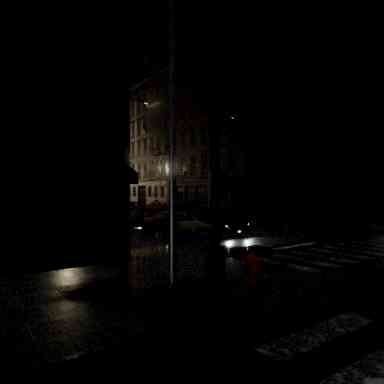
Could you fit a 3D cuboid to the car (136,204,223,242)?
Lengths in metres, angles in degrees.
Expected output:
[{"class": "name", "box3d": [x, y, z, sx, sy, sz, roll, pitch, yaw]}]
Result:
[{"class": "car", "box3d": [-0.794, 1.555, 16.679, 1.752, 1.417, 4.829, 0, 0, -35]}]

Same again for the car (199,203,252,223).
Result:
[{"class": "car", "box3d": [2.510, 1.578, 25.875, 1.802, 1.307, 4.206, 0, 0, -35]}]

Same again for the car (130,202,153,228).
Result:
[{"class": "car", "box3d": [-4.032, 1.585, 21.227, 2.008, 1.369, 4.403, 0, 0, -35]}]

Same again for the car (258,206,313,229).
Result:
[{"class": "car", "box3d": [5.650, 1.558, 21.466, 1.947, 1.339, 4.313, 0, 0, -35]}]

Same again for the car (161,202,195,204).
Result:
[{"class": "car", "box3d": [-0.629, 1.566, 30.284, 1.947, 1.339, 4.313, 0, 0, -35]}]

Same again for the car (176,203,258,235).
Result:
[{"class": "car", "box3d": [0.930, 1.565, 18.678, 2.033, 1.411, 5.357, 0, 0, -32]}]

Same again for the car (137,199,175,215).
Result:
[{"class": "car", "box3d": [-3.868, 1.529, 34.831, 1.752, 1.417, 4.829, 0, 0, -35]}]

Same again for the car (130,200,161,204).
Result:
[{"class": "car", "box3d": [-4.826, 1.517, 26.719, 2.128, 1.511, 4.902, 0, 0, -35]}]
